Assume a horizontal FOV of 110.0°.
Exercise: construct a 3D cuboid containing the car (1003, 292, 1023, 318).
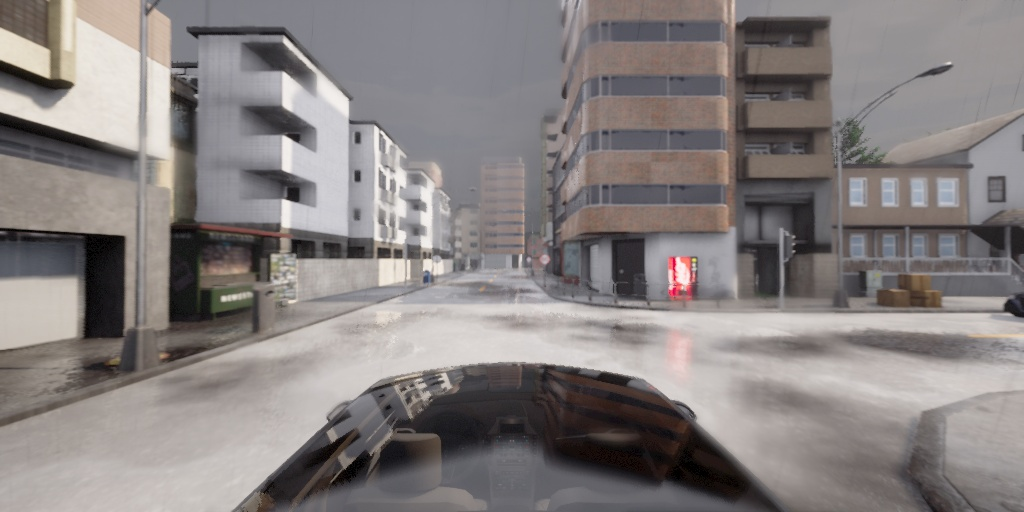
[{"bbox_3d":[18.720,1.420,11.433,4.181,1.385,1.994,0,-1,0],"label":"car"}]
